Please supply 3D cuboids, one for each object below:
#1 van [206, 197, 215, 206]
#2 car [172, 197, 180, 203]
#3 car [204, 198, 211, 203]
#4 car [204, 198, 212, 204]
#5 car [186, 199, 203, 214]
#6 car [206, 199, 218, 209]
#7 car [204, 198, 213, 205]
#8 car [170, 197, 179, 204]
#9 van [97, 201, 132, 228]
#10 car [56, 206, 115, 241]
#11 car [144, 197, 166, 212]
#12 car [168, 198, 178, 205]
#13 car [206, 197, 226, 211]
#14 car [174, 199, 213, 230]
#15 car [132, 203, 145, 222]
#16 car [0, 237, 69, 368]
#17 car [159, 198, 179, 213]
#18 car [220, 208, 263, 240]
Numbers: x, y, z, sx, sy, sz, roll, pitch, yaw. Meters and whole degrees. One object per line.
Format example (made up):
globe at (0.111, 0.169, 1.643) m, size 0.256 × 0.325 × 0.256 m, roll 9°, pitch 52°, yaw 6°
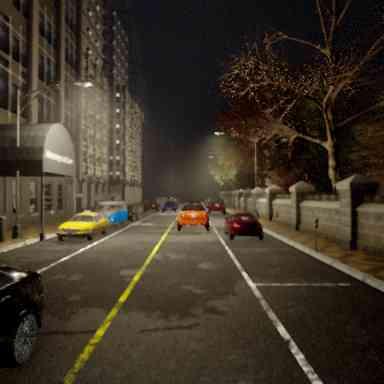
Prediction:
van at (3.614, 1.932, 66.837) m, size 1.690 × 1.788 × 3.998 m, roll 1°, pitch 0°, yaw 1°
car at (-4.202, 2.198, 88.980) m, size 1.967 × 1.590 × 4.097 m, roll 1°, pitch 0°, yaw 1°
car at (4.174, 2.335, 88.742) m, size 1.802 × 1.307 × 4.206 m, roll 1°, pitch 0°, yaw 1°
car at (4.034, 2.280, 83.267) m, size 1.947 × 1.339 × 4.313 m, roll 1°, pitch 0°, yaw 1°
car at (0.371, 1.739, 41.517) m, size 2.097 × 1.767 × 4.553 m, roll 0°, pitch 0°, yaw 2°
car at (3.332, 1.945, 55.883) m, size 1.967 × 1.590 × 4.097 m, roll 1°, pitch 0°, yaw 1°
car at (3.894, 2.114, 77.790) m, size 1.967 × 1.590 × 4.097 m, roll 1°, pitch 0°, yaw 1°
car at (-4.342, 2.159, 83.508) m, size 1.967 × 1.590 × 4.097 m, roll 1°, pitch 0°, yaw 1°
van at (-5.698, 1.570, 23.591) m, size 1.690 × 1.788 × 3.998 m, roll 0°, pitch -1°, yaw 0°
car at (-5.705, 1.700, 17.860) m, size 1.752 × 1.417 × 4.829 m, roll 0°, pitch -1°, yaw 0°
car at (-5.325, 1.735, 45.202) m, size 2.192 × 1.841 × 5.009 m, roll 1°, pitch 0°, yaw 1°
car at (-4.484, 2.229, 78.034) m, size 2.008 × 1.369 × 4.403 m, roll 1°, pitch 0°, yaw 1°
car at (2.911, 1.684, 39.454) m, size 2.192 × 1.841 × 5.009 m, roll 1°, pitch 0°, yaw 1°
car at (0.093, 1.577, 23.284) m, size 2.097 × 1.767 × 4.553 m, roll 0°, pitch -1°, yaw 0°
car at (-5.674, 1.846, 29.131) m, size 1.947 × 1.339 × 4.313 m, roll 1°, pitch -1°, yaw 1°
car at (-3.102, 1.523, 3.030) m, size 2.128 × 1.511 × 4.902 m, roll 0°, pitch -1°, yaw 0°
car at (-2.780, 1.929, 43.365) m, size 1.812 × 1.442 × 4.674 m, roll 0°, pitch 0°, yaw 2°
car at (2.684, 1.756, 17.768) m, size 1.802 × 1.307 × 4.206 m, roll 0°, pitch -1°, yaw 0°
